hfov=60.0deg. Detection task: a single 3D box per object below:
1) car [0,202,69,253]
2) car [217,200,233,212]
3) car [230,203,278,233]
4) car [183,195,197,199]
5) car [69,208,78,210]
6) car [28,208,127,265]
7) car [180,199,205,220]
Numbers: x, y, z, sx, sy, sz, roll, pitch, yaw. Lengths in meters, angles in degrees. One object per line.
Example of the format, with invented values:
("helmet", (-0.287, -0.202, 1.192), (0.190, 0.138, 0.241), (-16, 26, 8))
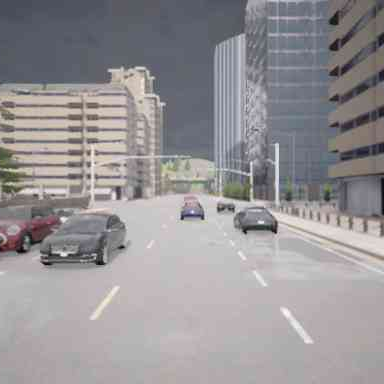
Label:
("car", (-7.003, 1.330, 13.452), (2.097, 1.767, 4.553), (0, 0, 0))
("car", (3.744, 1.541, 36.706), (1.895, 1.301, 4.718), (0, 0, 4))
("car", (3.596, 1.532, 19.277), (1.994, 1.385, 4.181), (0, 0, 0))
("car", (-0.318, 1.278, 40.322), (2.097, 1.767, 4.553), (0, 0, -6))
("car", (-7.005, 1.571, 18.567), (1.895, 1.301, 4.718), (0, 0, 0))
("car", (-3.514, 1.487, 11.595), (1.837, 1.490, 4.892), (0, 0, 0))
("car", (0.054, 1.519, 28.003), (1.994, 1.385, 4.181), (0, 0, 0))
